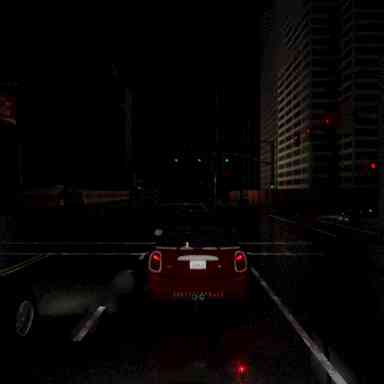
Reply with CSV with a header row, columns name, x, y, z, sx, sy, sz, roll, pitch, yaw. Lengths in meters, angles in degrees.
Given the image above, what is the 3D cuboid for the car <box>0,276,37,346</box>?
name,x,y,z,sx,sy,sz,roll,pitch,yaw
car,-3.393,1.526,3.420,1.812,1.442,4.674,0,0,0

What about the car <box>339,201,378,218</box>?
name,x,y,z,sx,sy,sz,roll,pitch,yaw
car,16.317,1.547,30.126,5.357,1.411,2.033,0,0,0

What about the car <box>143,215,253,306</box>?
name,x,y,z,sx,sy,sz,roll,pitch,yaw
car,0.112,1.352,8.213,2.097,1.767,4.553,0,0,0

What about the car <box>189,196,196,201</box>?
name,x,y,z,sx,sy,sz,roll,pitch,yaw
car,0.128,1.595,83.437,1.895,1.301,4.718,0,0,0
